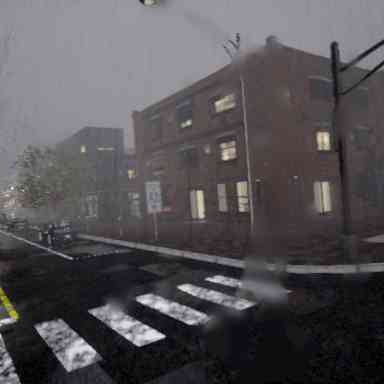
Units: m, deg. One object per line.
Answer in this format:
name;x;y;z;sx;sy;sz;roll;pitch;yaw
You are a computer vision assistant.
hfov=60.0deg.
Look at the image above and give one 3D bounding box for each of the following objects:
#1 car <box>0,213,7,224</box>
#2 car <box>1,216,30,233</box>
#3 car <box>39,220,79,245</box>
car;-27.866;4.027;48.224;2.192;1.841;5.009;-6;0;-35
car;-17.822;3.335;34.105;2.008;1.369;4.403;-6;0;-35
car;-8.565;2.478;21.246;2.008;1.369;4.403;-6;0;-35
